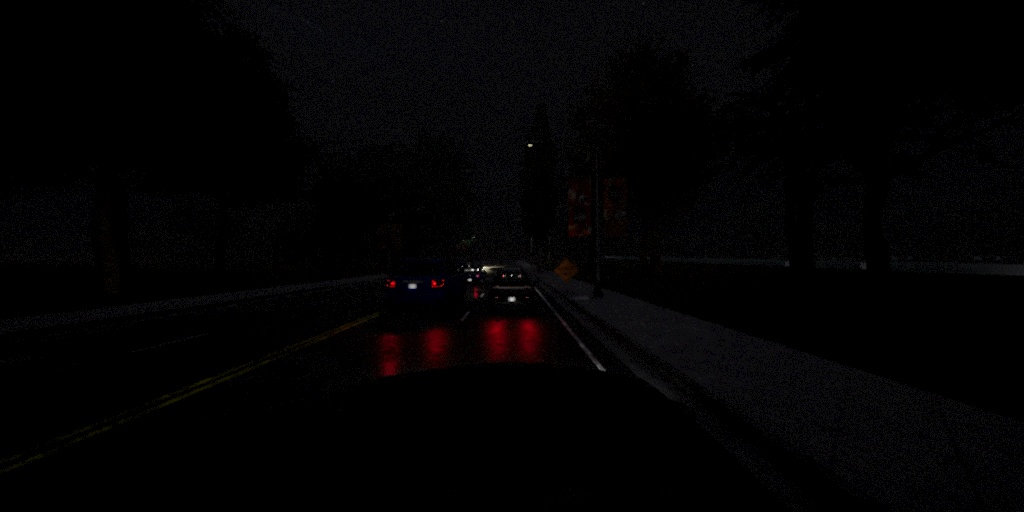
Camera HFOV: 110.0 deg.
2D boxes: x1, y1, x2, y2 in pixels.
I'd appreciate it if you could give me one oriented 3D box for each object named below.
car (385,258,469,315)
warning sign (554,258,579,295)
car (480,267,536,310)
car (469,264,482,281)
[{"bbox_3d":[-3.251,1.094,14.440,2.150,2.045,5.566,0,0,0],"label":"car"},{"bbox_3d":[2.839,1.021,18.550,1.300,1.860,1.060,0,0,0],"label":"warning sign"},{"bbox_3d":[0.007,1.371,15.363,2.128,1.511,4.902,0,0,0],"label":"car"},{"bbox_3d":[-3.255,1.600,30.115,1.895,1.301,4.718,0,0,0],"label":"car"}]
